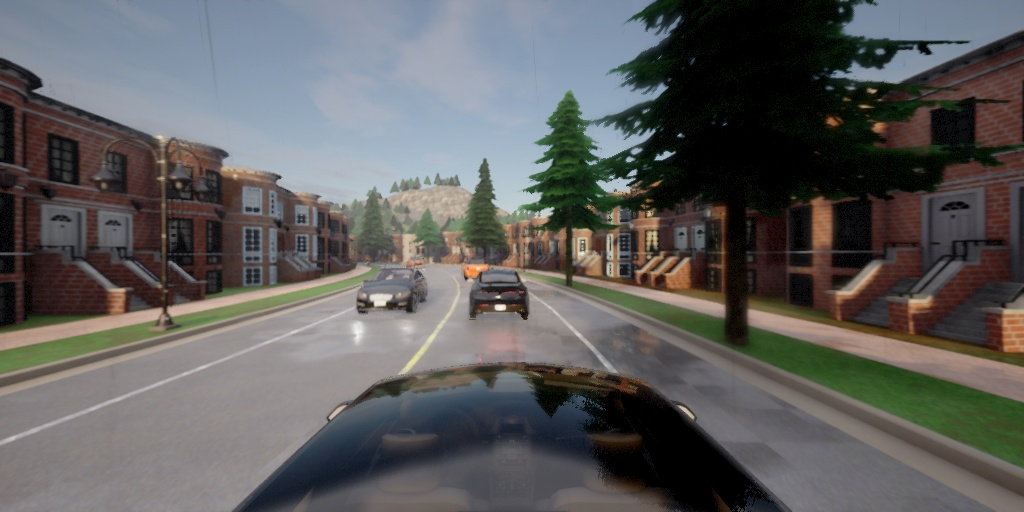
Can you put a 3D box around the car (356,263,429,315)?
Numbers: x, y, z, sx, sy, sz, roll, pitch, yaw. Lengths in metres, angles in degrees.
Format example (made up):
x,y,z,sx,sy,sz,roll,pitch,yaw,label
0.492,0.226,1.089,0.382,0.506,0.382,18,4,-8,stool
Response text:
x,y,z,sx,sy,sz,roll,pitch,yaw,label
-4.319,1.197,13.558,2.128,1.511,4.902,0,0,-6,car

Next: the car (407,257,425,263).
x,y,z,sx,sy,sz,roll,pitch,yaw,label
-14.458,0.897,53.808,2.097,1.767,4.553,0,0,-24,car

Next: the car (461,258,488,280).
x,y,z,sx,sy,sz,roll,pitch,yaw,label
-3.020,0.979,29.526,2.097,1.767,4.553,0,0,-12,car

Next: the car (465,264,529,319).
x,y,z,sx,sy,sz,roll,pitch,yaw,label
-0.519,1.205,12.563,1.837,1.490,4.892,0,0,-5,car
